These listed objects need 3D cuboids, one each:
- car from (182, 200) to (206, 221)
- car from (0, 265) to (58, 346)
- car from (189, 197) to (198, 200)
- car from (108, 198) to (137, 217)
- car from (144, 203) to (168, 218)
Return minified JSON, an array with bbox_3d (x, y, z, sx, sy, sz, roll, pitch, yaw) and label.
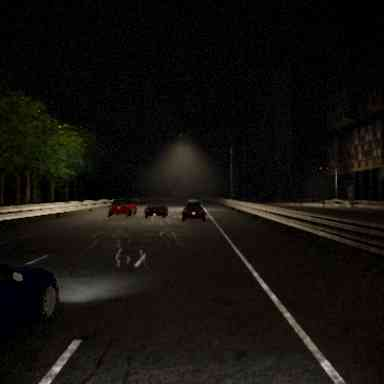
[{"bbox_3d":[0.143,1.702,28.925,1.994,1.385,4.181,0,0,0],"label":"car"},{"bbox_3d":[-3.396,1.546,4.270,1.812,1.442,4.674,0,0,0],"label":"car"},{"bbox_3d":[0.162,1.719,44.855,2.128,1.511,4.902,0,0,0],"label":"car"},{"bbox_3d":[-6.851,1.514,33.314,2.097,1.767,4.553,0,0,0],"label":"car"},{"bbox_3d":[-3.351,1.756,32.136,1.895,1.301,4.718,0,0,0],"label":"car"}]
